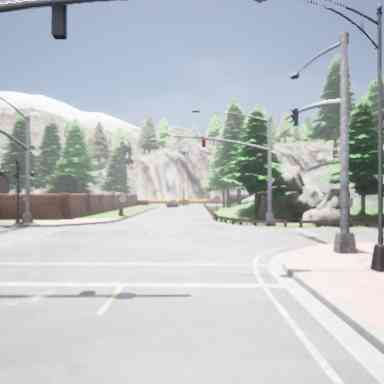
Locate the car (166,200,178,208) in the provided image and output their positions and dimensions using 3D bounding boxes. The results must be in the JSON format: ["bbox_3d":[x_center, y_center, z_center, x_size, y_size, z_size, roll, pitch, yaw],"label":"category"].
[{"bbox_3d":[-3.475,2.117,59.692,1.994,1.385,4.181,0,-1,0],"label":"car"}]
